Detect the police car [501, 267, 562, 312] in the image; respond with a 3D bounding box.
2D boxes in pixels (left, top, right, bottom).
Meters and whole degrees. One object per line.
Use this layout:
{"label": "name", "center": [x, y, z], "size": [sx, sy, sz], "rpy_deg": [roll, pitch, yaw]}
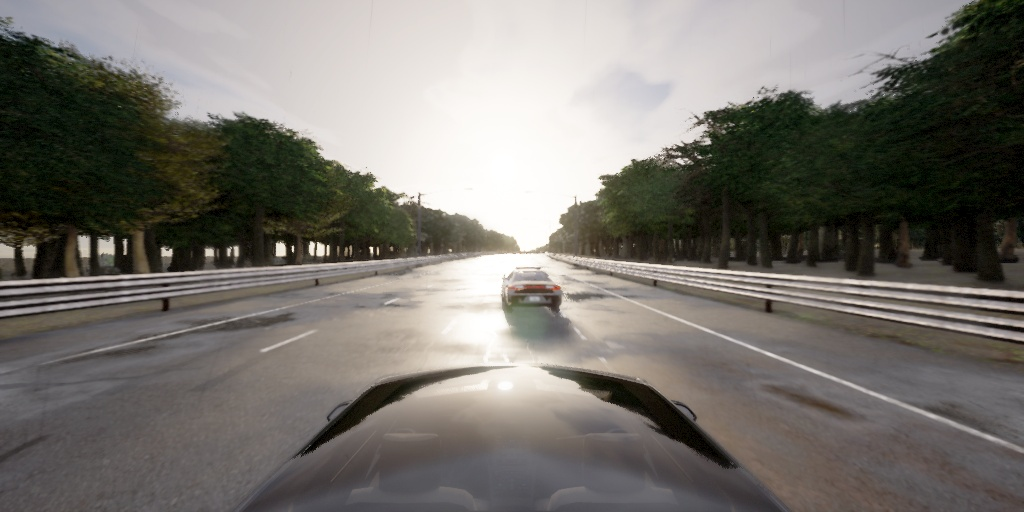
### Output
{"label": "police car", "center": [0.615, 1.214, 14.267], "size": [2.038, 1.542, 4.974], "rpy_deg": [0, 1, -3]}
